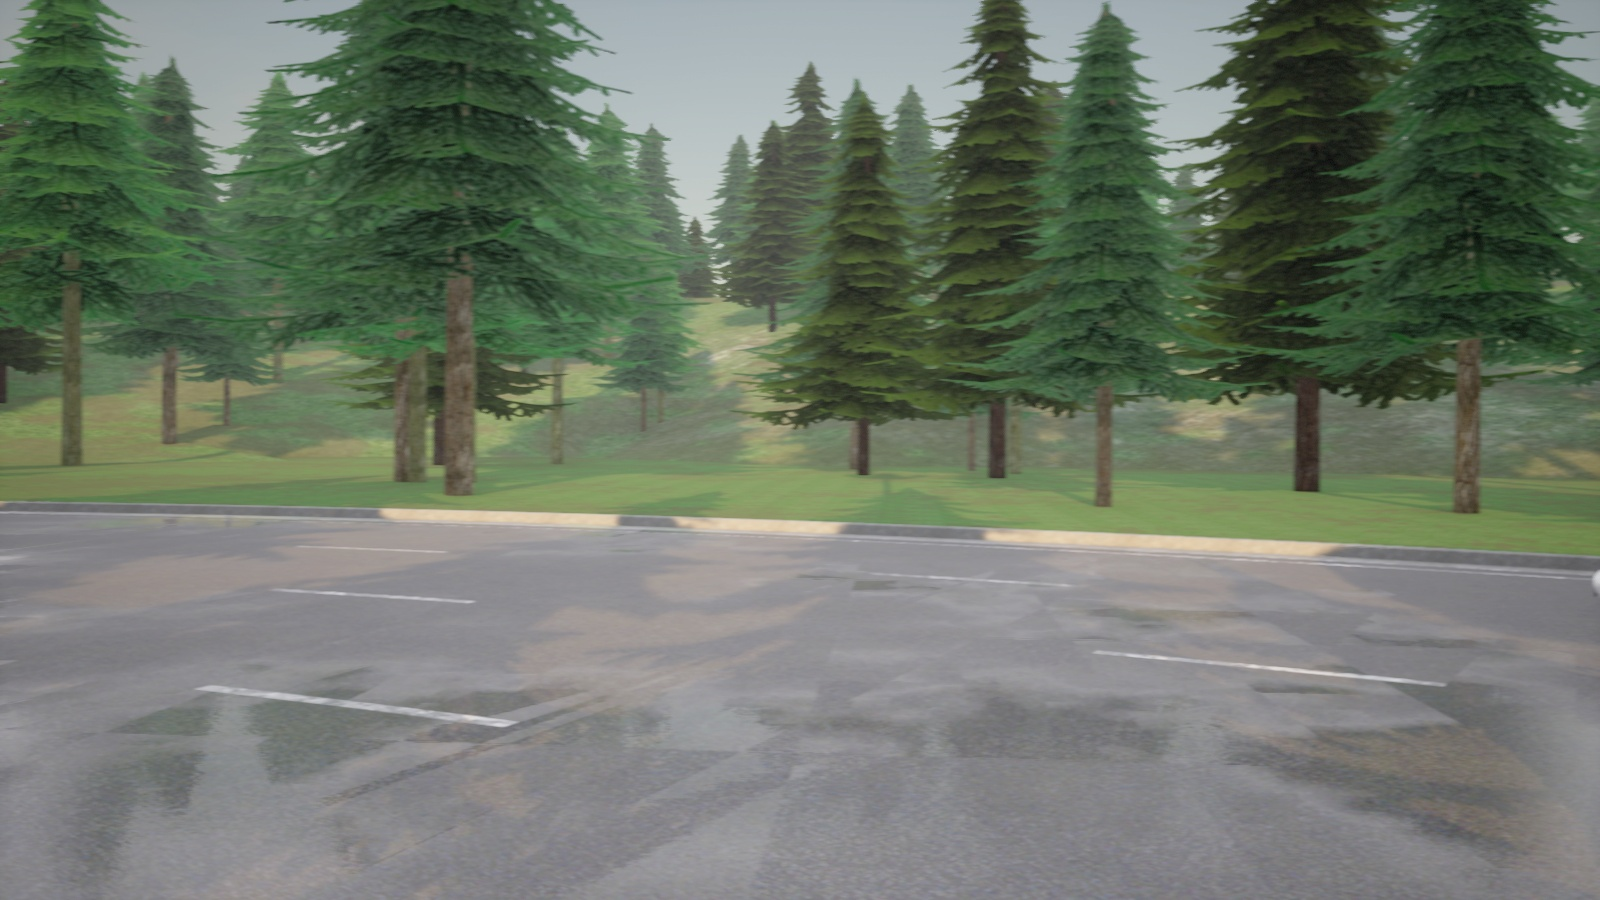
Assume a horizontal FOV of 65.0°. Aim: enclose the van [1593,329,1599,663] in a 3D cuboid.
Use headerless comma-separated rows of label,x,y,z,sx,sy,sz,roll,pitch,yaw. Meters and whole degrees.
van,7.277,0.270,7.217,4.480,2.038,2.069,0,1,36
